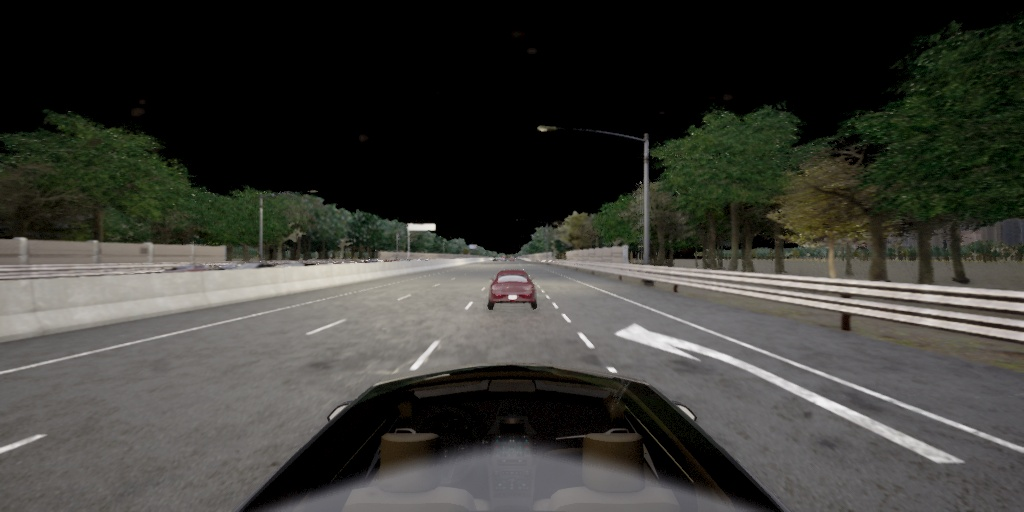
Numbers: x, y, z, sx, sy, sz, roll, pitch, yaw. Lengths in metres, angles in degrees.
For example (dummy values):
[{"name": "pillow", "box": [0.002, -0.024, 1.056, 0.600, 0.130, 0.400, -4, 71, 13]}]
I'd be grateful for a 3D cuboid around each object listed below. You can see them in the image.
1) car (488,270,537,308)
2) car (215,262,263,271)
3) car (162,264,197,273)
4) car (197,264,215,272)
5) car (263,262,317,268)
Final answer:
[{"name": "car", "box": [0.017, 1.307, 15.066, 1.812, 1.442, 4.674, 0, 0, 0]}, {"name": "car", "box": [-21.081, 1.261, 29.324, 1.882, 1.535, 5.008, 0, 0, 0]}, {"name": "car", "box": [-28.071, 1.352, 31.340, 1.994, 1.385, 4.181, 0, 0, 0]}, {"name": "car", "box": [-24.579, 1.335, 32.008, 2.033, 1.411, 5.357, 0, 0, 0]}, {"name": "car", "box": [-17.581, 1.288, 29.374, 1.837, 1.490, 4.892, 0, 0, 0]}]
